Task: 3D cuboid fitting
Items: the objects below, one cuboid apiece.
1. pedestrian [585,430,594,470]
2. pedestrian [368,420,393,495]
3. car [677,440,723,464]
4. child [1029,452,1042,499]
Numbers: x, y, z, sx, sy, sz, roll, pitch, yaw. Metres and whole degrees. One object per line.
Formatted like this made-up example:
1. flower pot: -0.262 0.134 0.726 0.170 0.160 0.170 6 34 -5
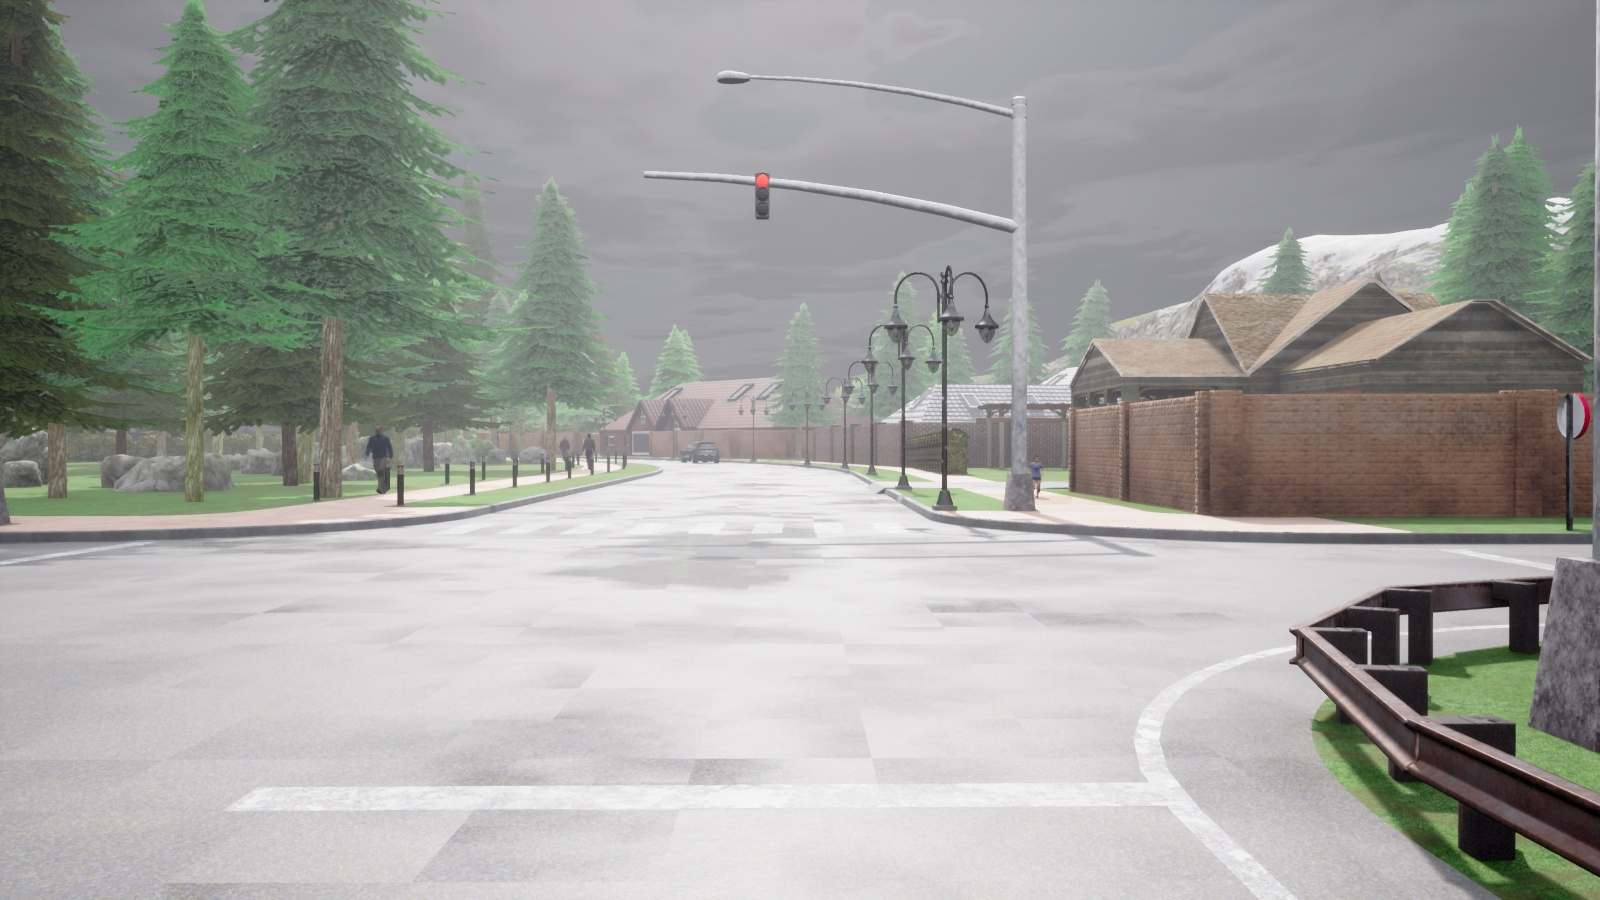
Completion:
1. pedestrian: -10.407 0.014 61.999 0.423 1.949 0.788 0 0 -8
2. pedestrian: -10.530 0.186 31.516 0.402 1.842 0.726 0 0 0
3. car: -7.319 0.126 91.215 2.033 1.649 4.856 0 0 -21
4. child: 5.572 0.599 29.691 0.255 1.110 0.394 0 0 2
